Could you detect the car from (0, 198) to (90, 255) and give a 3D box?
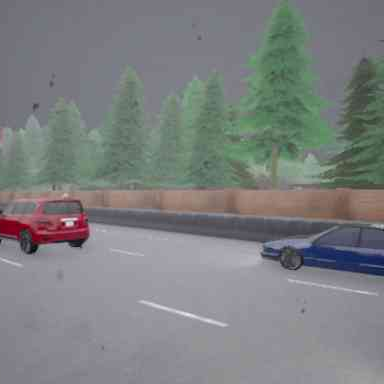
[{"bbox_3d":[-6.459,1.248,13.779,5.566,2.045,2.150,0,0,41],"label":"car"}]

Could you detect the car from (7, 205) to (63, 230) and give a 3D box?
[{"bbox_3d":[-10.700,1.642,22.456,4.718,1.301,1.895,0,0,44],"label":"car"}]

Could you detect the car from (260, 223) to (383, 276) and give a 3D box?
[{"bbox_3d":[4.689,1.580,9.303,5.357,1.411,2.033,0,0,37],"label":"car"}]
